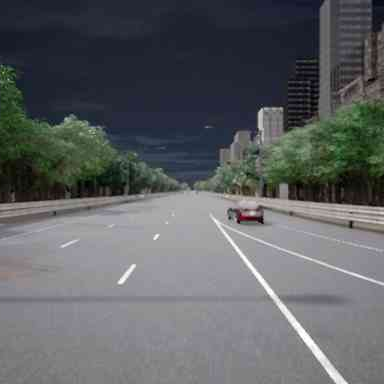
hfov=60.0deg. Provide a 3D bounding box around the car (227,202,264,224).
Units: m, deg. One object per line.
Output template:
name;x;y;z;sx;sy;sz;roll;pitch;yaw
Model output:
car;3.825;1.437;24.260;2.163;1.488;4.792;0;0;-4
